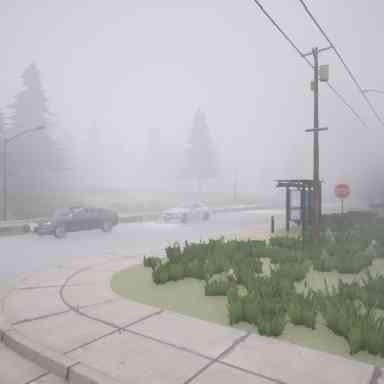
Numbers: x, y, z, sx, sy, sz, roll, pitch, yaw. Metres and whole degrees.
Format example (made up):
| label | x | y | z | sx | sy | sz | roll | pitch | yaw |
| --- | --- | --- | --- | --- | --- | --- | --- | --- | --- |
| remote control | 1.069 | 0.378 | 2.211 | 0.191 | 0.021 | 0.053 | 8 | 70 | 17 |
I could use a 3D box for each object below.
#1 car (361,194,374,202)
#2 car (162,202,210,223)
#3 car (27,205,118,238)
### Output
| label | x | y | z | sx | sy | sz | roll | pitch | yaw |
| --- | --- | --- | --- | --- | --- | --- | --- | --- | --- |
| car | 40.420 | 1.355 | 76.466 | 2.097 | 1.767 | 4.553 | 0 | 0 | 36 |
| car | -0.319 | 1.526 | 25.845 | 1.812 | 1.442 | 4.674 | 0 | 0 | 36 |
| car | -6.165 | 1.492 | 17.772 | 2.128 | 1.511 | 4.902 | 0 | 0 | 36 |
